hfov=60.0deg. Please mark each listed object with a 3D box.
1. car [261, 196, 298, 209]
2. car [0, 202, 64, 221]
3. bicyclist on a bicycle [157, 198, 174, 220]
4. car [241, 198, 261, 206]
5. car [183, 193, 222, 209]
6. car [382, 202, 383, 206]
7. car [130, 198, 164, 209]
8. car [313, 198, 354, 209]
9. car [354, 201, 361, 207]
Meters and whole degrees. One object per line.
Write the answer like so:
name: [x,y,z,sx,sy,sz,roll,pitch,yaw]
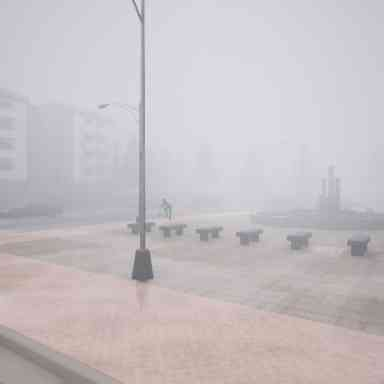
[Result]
car: [12.479,1.352,46.104,4.553,1.767,2.097,0,0,-22]
car: [-13.522,1.546,27.988,2.033,1.411,5.357,0,0,33]
bicyclist on a bicycle: [-2.003,1.301,24.805,1.656,1.620,0.582,0,0,33]
car: [10.199,1.666,53.057,4.718,1.301,1.895,0,0,-20]
car: [1.513,1.220,44.539,5.566,2.045,2.150,0,0,-34]
car: [28.784,1.601,45.450,4.718,1.301,1.895,0,0,1]
car: [-5.737,1.525,43.116,4.674,1.442,1.812,0,0,-42]
car: [18.525,1.505,44.302,4.892,1.490,1.837,0,0,-14]
car: [22.159,1.601,48.654,4.718,1.301,1.895,0,0,-7]
